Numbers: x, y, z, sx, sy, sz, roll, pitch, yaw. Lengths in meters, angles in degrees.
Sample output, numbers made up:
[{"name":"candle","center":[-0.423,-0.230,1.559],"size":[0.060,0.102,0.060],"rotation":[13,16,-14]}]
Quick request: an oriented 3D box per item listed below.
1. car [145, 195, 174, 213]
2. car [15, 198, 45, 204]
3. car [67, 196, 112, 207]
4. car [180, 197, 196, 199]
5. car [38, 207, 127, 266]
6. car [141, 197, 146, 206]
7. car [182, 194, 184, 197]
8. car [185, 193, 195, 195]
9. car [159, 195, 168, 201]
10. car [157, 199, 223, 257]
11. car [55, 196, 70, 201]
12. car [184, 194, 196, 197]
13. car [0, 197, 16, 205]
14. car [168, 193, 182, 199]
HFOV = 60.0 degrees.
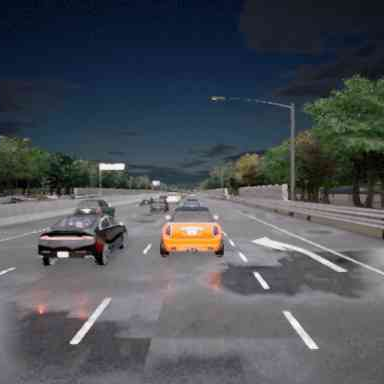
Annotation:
[{"name":"car","center":[-3.508,1.462,36.931],"size":[2.128,1.511,4.902],"rotation":[0,0,0]},{"name":"car","center":[-21.065,1.570,44.391],"size":[1.895,1.301,4.718],"rotation":[0,0,1]},{"name":"car","center":[-7.002,1.330,24.149],"size":[2.097,1.767,4.553],"rotation":[0,0,0]},{"name":"car","center":[-0.009,1.519,34.342],"size":[2.033,1.411,5.357],"rotation":[0,0,0]},{"name":"car","center":[-3.499,1.479,11.443],"size":[2.128,1.511,4.902],"rotation":[0,0,0]},{"name":"car","center":[-7.012,1.490,53.083],"size":[1.812,1.442,4.674],"rotation":[0,0,0]},{"name":"car","center":[-3.520,1.485,82.846],"size":[1.812,1.442,4.674],"rotation":[0,0,0]},{"name":"car","center":[-0.020,1.485,81.980],"size":[2.128,1.511,4.902],"rotation":[0,0,0]},{"name":"car","center":[-7.020,1.461,82.028],"size":[1.837,1.490,4.892],"rotation":[0,0,0]},{"name":"car","center":[0.001,1.337,13.059],"size":[2.097,1.767,4.553],"rotation":[0,0,0]},{"name":"car","center":[-17.558,1.320,46.264],"size":[2.097,1.767,4.553],"rotation":[0,0,1]},{"name":"car","center":[-0.013,1.510,56.430],"size":[2.033,1.411,5.357],"rotation":[0,0,0]},{"name":"car","center":[-24.566,1.474,44.376],"size":[1.837,1.490,4.892],"rotation":[0,0,0]},{"name":"car","center":[-3.517,1.184,61.619],"size":[2.150,2.045,5.566],"rotation":[0,0,0]}]
